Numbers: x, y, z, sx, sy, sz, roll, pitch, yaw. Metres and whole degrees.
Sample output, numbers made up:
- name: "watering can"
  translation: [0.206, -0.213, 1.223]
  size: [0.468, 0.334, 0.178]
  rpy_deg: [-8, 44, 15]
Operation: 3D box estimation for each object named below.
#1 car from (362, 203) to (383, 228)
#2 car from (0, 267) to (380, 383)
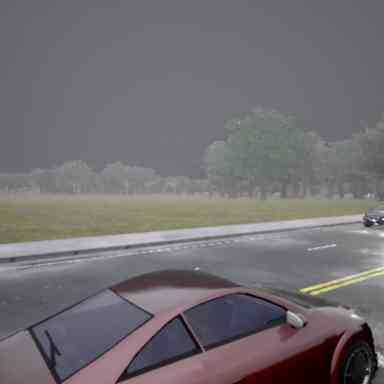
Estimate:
- name: "car"
  translation: [12.462, 1.428, 20.548]
  size: [4.892, 1.490, 1.837]
  rpy_deg: [0, 0, -35]
- name: "car"
  translation: [0.143, 1.557, 3.540]
  size: [4.181, 1.385, 1.994]
  rpy_deg: [0, 0, -35]
